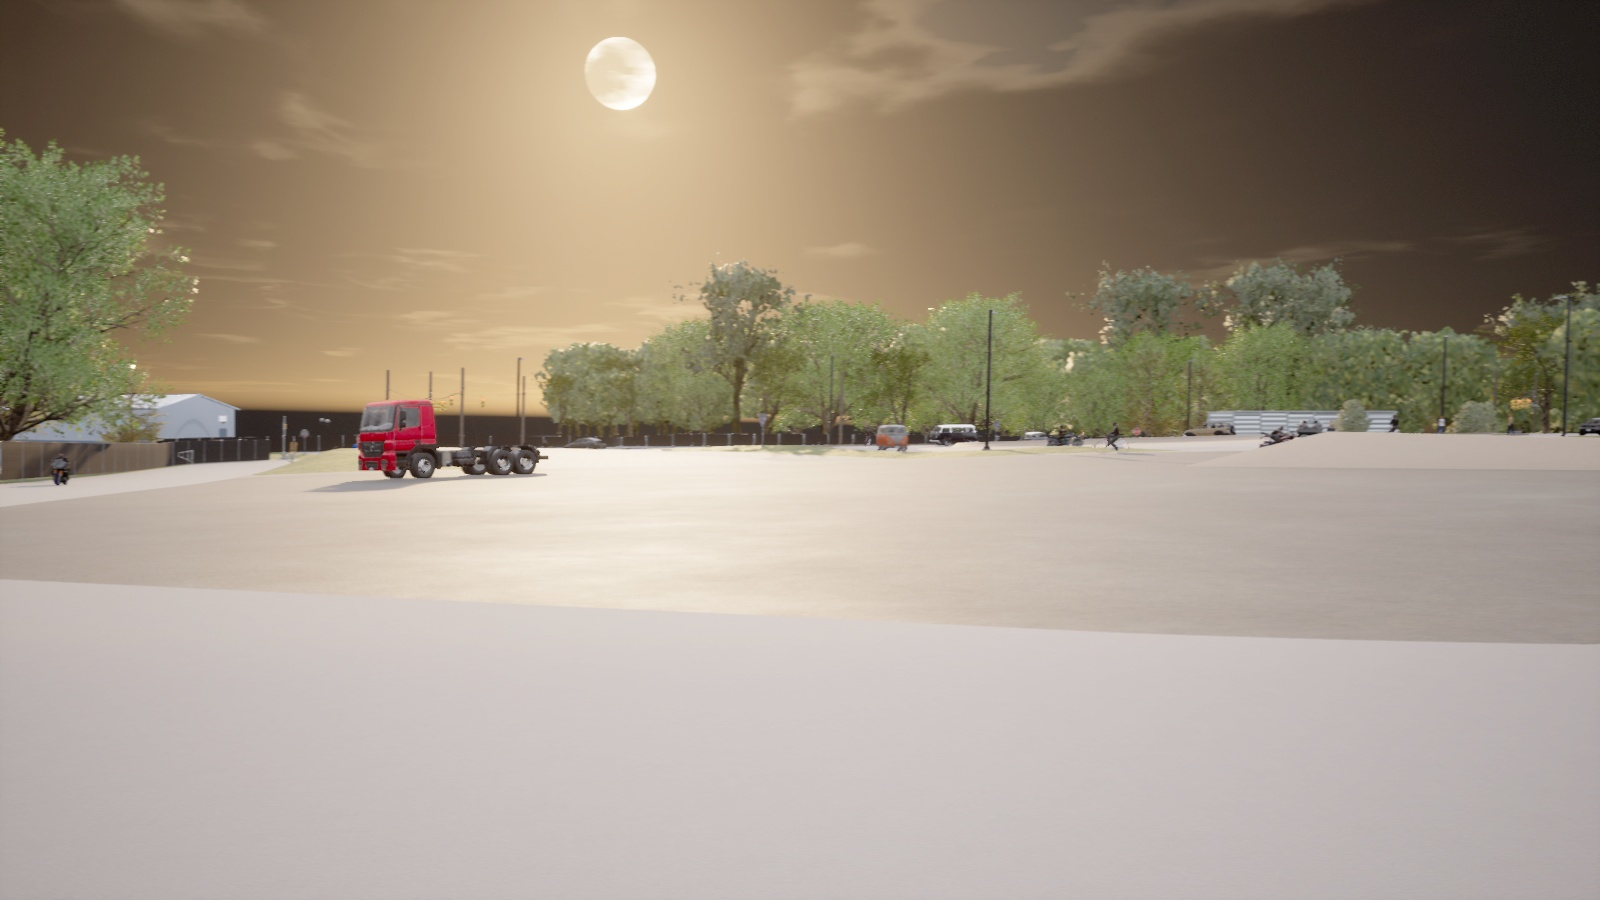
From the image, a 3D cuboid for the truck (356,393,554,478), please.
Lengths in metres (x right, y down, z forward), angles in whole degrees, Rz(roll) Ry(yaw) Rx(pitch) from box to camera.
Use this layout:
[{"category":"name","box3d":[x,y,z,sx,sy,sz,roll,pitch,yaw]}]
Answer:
[{"category":"truck","box3d":[-15.050,-0.654,55.287,2.891,3.462,7.936,0,1,45]}]

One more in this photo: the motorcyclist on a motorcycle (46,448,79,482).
[{"category":"motorcyclist on a motorcycle","box3d":[-34.220,0.686,58.268,0.866,1.530,2.191,1,0,-19]}]

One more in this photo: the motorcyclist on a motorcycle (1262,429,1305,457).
[{"category":"motorcyclist on a motorcycle","box3d":[27.984,-0.422,72.712,2.191,1.530,0.866,-1,4,33]}]

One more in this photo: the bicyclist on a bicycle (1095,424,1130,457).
[{"category":"bicyclist on a bicycle","box3d":[16.978,-0.524,68.337,1.843,1.776,0.659,0,1,13]}]

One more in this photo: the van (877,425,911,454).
[{"category":"van","box3d":[6.883,-0.789,92.264,1.775,1.987,4.442,2,1,-5]}]

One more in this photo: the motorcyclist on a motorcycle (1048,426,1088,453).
[{"category":"motorcyclist on a motorcycle","box3d":[17.403,-0.696,81.577,2.350,1.649,0.766,-2,-1,24]}]
